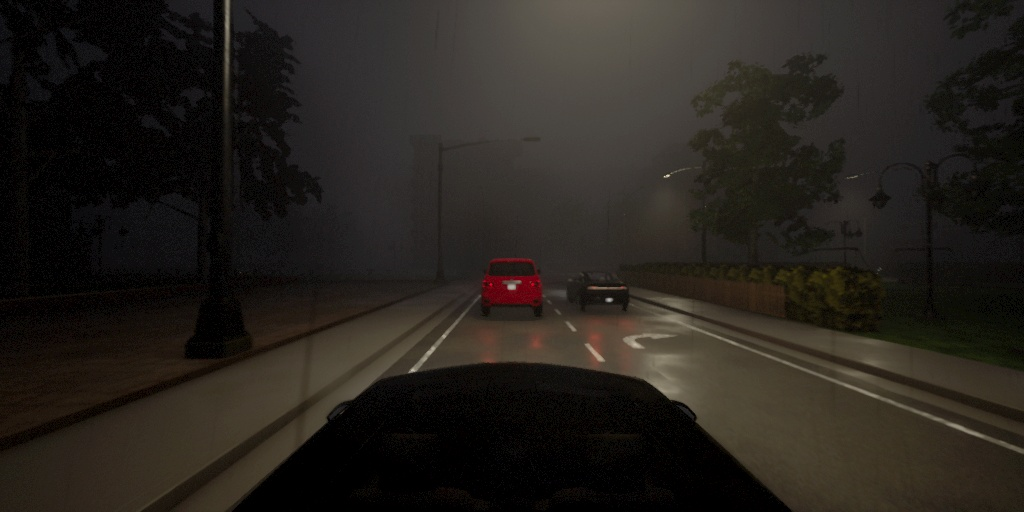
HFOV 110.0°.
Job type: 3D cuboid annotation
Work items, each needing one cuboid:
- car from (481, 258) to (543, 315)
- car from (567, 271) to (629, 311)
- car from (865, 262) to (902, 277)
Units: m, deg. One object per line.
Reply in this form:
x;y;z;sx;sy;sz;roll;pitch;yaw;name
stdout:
0.004;1.116;14.367;2.150;2.045;5.566;0;0;0;car
3.513;1.395;15.318;2.128;1.511;4.902;0;0;0;car
44.172;1.552;42.006;4.553;1.767;2.097;0;-1;1;car
